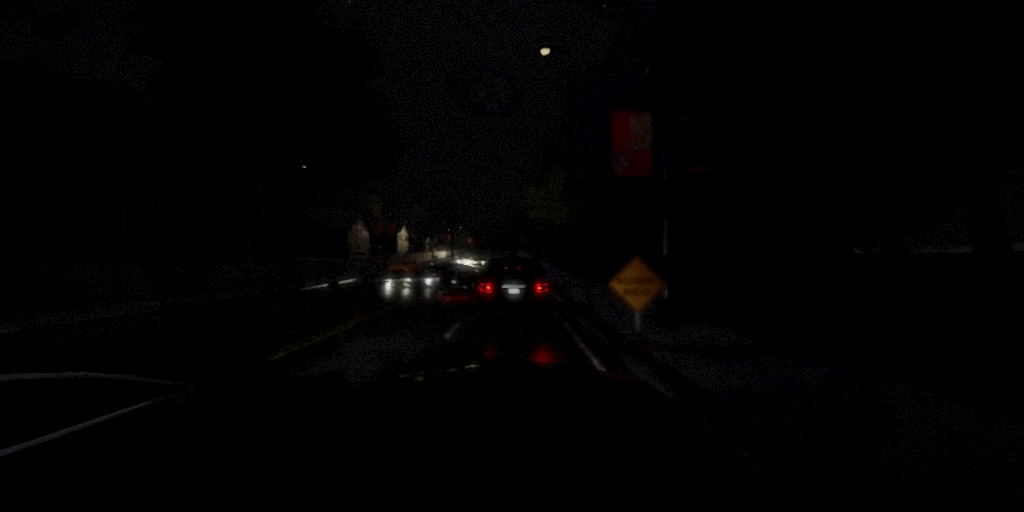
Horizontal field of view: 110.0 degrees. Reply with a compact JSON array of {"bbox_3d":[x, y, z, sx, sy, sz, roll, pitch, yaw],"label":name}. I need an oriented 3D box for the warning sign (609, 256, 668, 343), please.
[{"bbox_3d":[2.847,0.924,8.103,1.300,1.860,1.060,0,0,0],"label":"warning sign"}]

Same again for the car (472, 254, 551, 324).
[{"bbox_3d":[0.070,1.046,12.488,2.150,2.045,5.566,0,0,0],"label":"car"}]

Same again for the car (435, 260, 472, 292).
[{"bbox_3d":[-3.166,1.273,22.166,1.882,1.535,5.008,0,1,0],"label":"car"}]

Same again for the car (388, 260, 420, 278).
[{"bbox_3d":[-9.868,1.130,33.259,1.882,1.535,5.008,0,1,0],"label":"car"}]

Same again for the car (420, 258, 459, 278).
[{"bbox_3d":[-6.620,1.197,33.426,2.033,1.411,5.357,0,1,0],"label":"car"}]

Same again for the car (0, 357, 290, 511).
[{"bbox_3d":[-3.149,1.241,1.659,2.128,1.511,4.902,0,-1,0],"label":"car"}]
